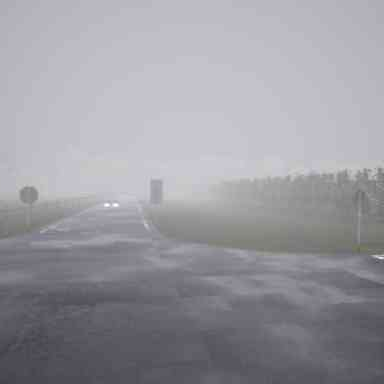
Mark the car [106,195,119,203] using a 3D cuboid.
[{"bbox_3d":[-13.559,1.249,56.774,1.895,1.301,4.718,1,0,-10],"label":"car"}]
